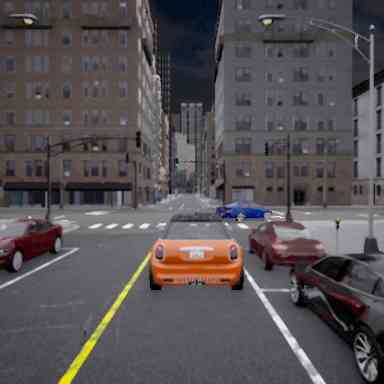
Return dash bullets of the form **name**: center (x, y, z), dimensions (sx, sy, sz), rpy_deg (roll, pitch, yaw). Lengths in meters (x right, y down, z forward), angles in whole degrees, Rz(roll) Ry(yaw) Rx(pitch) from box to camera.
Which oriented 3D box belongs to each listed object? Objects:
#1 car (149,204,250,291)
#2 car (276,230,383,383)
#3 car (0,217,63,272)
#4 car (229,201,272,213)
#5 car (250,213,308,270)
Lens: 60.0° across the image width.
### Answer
- **car**: center (0.100, 1.345, 9.128), dimensions (2.097, 1.767, 4.553), rpy_deg (0, 0, 0)
- **car**: center (2.869, 1.562, 5.108), dimensions (1.947, 1.339, 4.313), rpy_deg (-1, 0, 0)
- **car**: center (-5.674, 1.538, 10.695), dimensions (1.887, 1.381, 4.507), rpy_deg (-1, 0, 0)
- **car**: center (4.139, 1.466, 25.910), dimensions (5.008, 1.535, 1.882), rpy_deg (0, -1, -37)
- **car**: center (2.871, 1.574, 10.694), dimensions (1.802, 1.307, 4.206), rpy_deg (-1, 0, 0)
